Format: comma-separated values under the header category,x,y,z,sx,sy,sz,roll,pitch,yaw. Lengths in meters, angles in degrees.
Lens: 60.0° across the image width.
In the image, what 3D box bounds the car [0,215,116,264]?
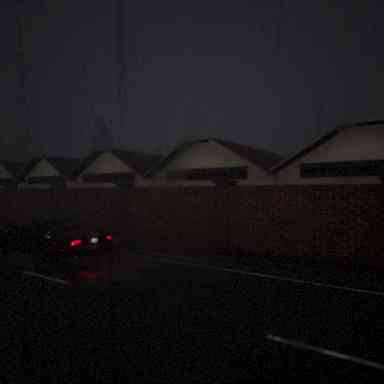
category,x,y,z,sx,sy,sz,roll,pitch,yaw
car,-5.068,1.545,11.802,5.357,1.411,2.033,0,0,36
